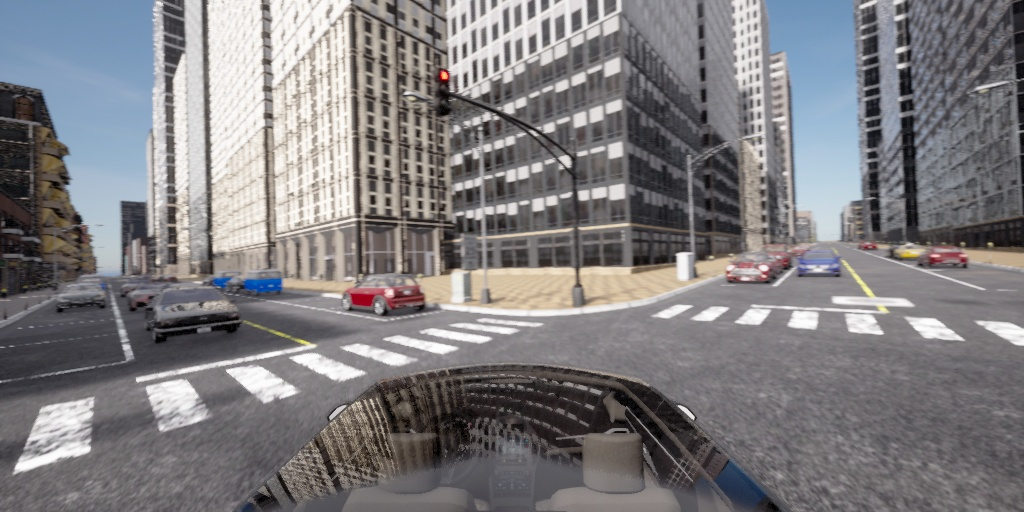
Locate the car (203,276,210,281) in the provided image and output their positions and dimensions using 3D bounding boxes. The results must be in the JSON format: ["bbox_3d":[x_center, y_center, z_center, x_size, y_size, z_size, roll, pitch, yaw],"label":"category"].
[{"bbox_3d":[-30.758,2.670,37.249,4.313,1.339,1.948,0,0,41],"label":"car"}]

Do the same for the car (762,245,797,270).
[{"bbox_3d":[20.262,0.055,27.671,2.192,1.841,5.009,0,0,41],"label":"car"}]

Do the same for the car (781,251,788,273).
[{"bbox_3d":[16.587,0.504,23.482,1.802,1.307,4.207,0,0,41],"label":"car"}]

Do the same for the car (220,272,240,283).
[{"bbox_3d":[-22.295,2.293,29.774,4.403,1.370,2.007,0,0,41],"label":"car"}]

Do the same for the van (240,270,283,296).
[{"bbox_3d":[-18.064,1.903,26.037,3.998,1.789,1.690,0,0,41],"label":"van"}]

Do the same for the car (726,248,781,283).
[{"bbox_3d":[12.912,0.543,19.294,1.967,1.591,4.097,0,0,41],"label":"car"}]

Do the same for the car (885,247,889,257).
[{"bbox_3d":[37.622,-0.520,34.758,1.948,1.339,4.313,0,0,41],"label":"car"}]

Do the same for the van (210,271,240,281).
[{"bbox_3d":[-26.526,2.264,33.512,3.998,1.789,1.690,0,0,41],"label":"van"}]

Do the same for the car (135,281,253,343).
[{"bbox_3d":[-10.328,1.697,11.468,5.357,1.411,2.033,-2,-1,41],"label":"car"}]

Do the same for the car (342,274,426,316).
[{"bbox_3d":[-5.368,1.464,14.825,4.097,1.591,1.967,0,0,41],"label":"car"}]

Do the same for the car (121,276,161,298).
[{"bbox_3d":[-30.761,2.583,29.566,4.181,1.385,1.994,-3,-1,42],"label":"car"}]

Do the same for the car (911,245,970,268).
[{"bbox_3d":[26.593,0.041,22.187,1.802,1.307,4.207,0,0,41],"label":"car"}]

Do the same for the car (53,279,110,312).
[{"bbox_3d":[-23.608,2.226,19.754,4.403,1.370,2.007,0,0,41],"label":"car"}]

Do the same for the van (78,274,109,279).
[{"bbox_3d":[-36.303,2.558,30.966,3.998,1.789,1.690,0,0,41],"label":"van"}]

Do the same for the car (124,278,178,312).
[{"bbox_3d":[-19.064,2.083,19.188,4.181,1.385,1.994,-2,-1,41],"label":"car"}]

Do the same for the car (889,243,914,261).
[{"bbox_3d":[34.059,-0.379,30.695,1.751,1.417,4.829,0,0,41],"label":"car"}]

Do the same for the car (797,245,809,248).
[{"bbox_3d":[38.636,-0.624,48.614,1.888,1.381,4.507,0,0,41],"label":"car"}]

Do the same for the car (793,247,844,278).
[{"bbox_3d":[17.708,0.408,20.719,1.812,1.442,4.674,-3,0,41],"label":"car"}]
